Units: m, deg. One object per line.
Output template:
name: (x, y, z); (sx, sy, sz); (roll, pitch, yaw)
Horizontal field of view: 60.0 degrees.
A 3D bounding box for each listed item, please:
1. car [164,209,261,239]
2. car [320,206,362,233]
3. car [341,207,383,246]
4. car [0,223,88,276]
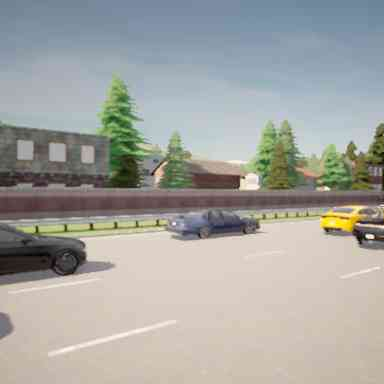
car: (1.193, 1.584, 17.492); (5.357, 1.411, 2.033); (0, 0, -35)
car: (9.427, 1.539, 19.064); (5.008, 1.535, 1.882); (0, 0, -35)
car: (8.930, 1.543, 14.412); (4.902, 1.511, 2.128); (0, 0, -35)
car: (-5.138, 1.528, 8.679); (4.674, 1.442, 1.812); (0, 0, -36)
